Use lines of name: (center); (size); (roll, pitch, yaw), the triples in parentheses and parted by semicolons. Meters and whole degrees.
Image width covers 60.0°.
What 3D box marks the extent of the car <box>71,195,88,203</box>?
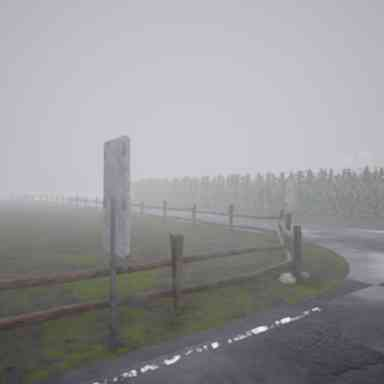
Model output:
car: (-20.374, 1.267, 60.019); (1.895, 1.301, 4.718); (1, 0, -34)
